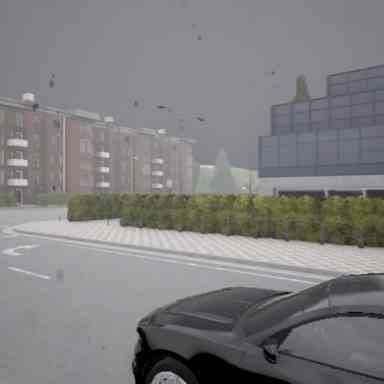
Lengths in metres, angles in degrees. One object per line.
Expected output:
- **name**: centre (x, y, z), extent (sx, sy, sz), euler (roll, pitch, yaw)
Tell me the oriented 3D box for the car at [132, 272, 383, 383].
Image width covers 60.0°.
- **car**: centre (1.672, 1.477, 2.800), extent (5.008, 1.535, 1.882), euler (0, 0, 35)
